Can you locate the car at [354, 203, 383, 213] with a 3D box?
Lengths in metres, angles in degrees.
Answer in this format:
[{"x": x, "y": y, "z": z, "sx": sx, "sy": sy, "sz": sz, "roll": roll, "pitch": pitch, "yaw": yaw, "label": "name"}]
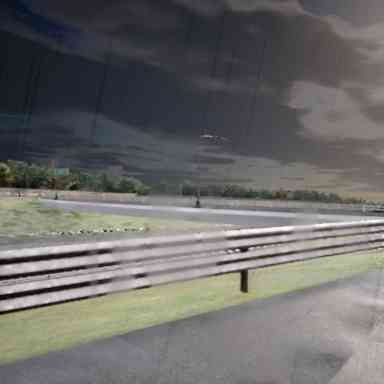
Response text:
[{"x": 22.355, "y": 2.107, "z": 40.290, "sx": 4.892, "sy": 1.490, "sz": 1.837, "roll": 2, "pitch": -1, "yaw": 20, "label": "car"}]
